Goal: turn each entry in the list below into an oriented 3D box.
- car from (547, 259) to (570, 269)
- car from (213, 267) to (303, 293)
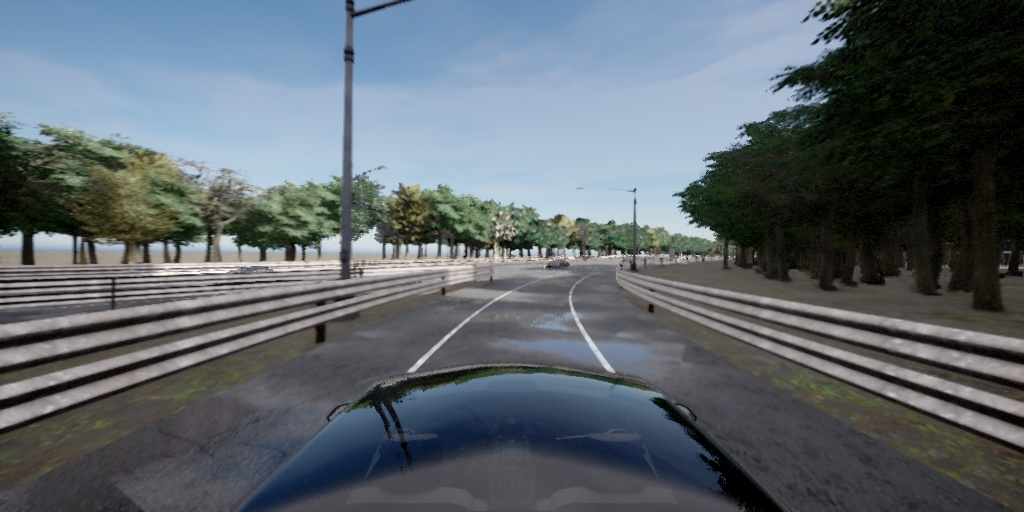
[{"bbox_3d":[6.816,1.124,51.997,1.994,1.385,4.181,1,1,37],"label":"car"},{"bbox_3d":[-15.702,1.407,22.455,1.812,1.442,4.674,1,1,37],"label":"car"}]
